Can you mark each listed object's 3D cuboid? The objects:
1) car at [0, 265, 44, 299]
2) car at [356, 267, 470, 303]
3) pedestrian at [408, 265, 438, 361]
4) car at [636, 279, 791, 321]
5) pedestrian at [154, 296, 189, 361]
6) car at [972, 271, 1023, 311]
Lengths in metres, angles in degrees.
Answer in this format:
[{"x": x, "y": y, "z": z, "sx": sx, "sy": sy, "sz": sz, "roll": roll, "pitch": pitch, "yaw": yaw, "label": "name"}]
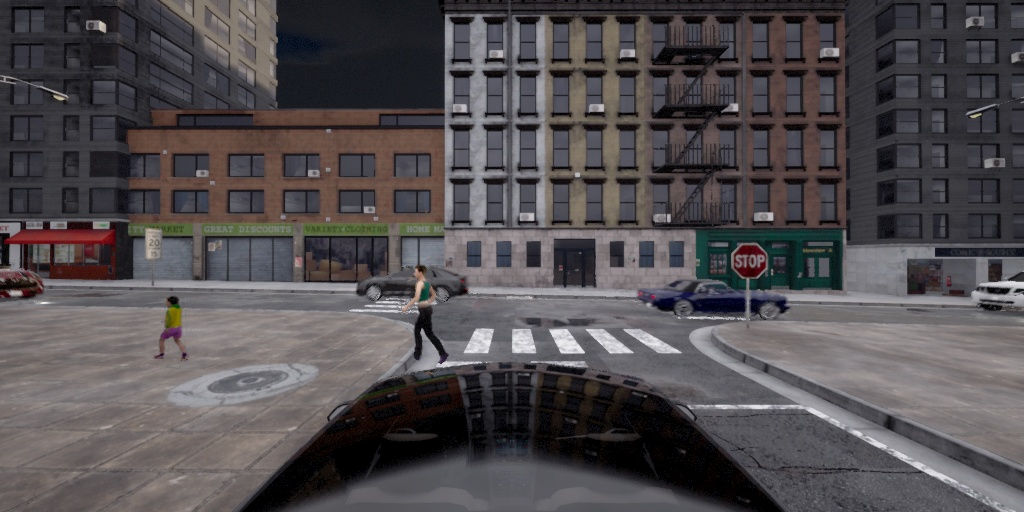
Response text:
[{"x": -20.300, "y": 0.741, "z": 13.075, "sx": 4.553, "sy": 1.767, "sz": 2.097, "roll": 1, "pitch": 0, "yaw": 0, "label": "car"}, {"x": -4.332, "y": 1.208, "z": 15.956, "sx": 4.892, "sy": 1.490, "sz": 1.837, "roll": 1, "pitch": 0, "yaw": 0, "label": "car"}, {"x": -1.672, "y": 1.045, "z": 6.730, "sx": 0.375, "sy": 1.860, "sz": 0.375, "roll": 0, "pitch": 0, "yaw": 0, "label": "pedestrian"}, {"x": 7.151, "y": 1.522, "z": 12.960, "sx": 4.718, "sy": 1.301, "sz": 1.895, "roll": 1, "pitch": 0, "yaw": 0, "label": "car"}, {"x": -5.778, "y": 1.224, "z": 6.142, "sx": 0.500, "sy": 1.100, "sz": 0.500, "roll": 0, "pitch": 0, "yaw": 0, "label": "pedestrian"}, {"x": 24.126, "y": 1.585, "z": 15.839, "sx": 5.566, "sy": 2.045, "sz": 2.150, "roll": 2, "pitch": 0, "yaw": 0, "label": "car"}]
